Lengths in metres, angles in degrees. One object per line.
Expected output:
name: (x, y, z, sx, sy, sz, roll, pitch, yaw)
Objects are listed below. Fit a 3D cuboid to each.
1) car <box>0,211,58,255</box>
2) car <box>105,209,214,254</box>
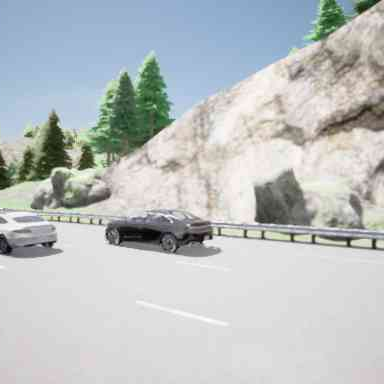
car: (-7.201, 1.493, 13.161, 4.674, 1.442, 1.812, 0, 0, 35)
car: (-1.457, 1.458, 13.446, 4.902, 1.511, 2.128, 0, 0, 35)
